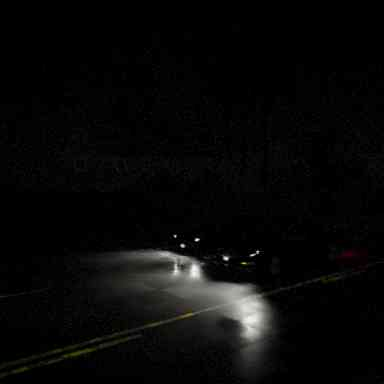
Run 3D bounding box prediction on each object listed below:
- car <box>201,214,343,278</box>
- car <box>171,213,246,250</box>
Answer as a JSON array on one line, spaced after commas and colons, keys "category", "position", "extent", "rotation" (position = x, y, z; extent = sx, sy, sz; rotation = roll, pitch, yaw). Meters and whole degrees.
[{"category": "car", "position": [2.864, 1.561, 10.516], "extent": [4.892, 1.490, 1.837], "rotation": [0, 0, -37]}, {"category": "car", "position": [1.780, 1.631, 14.079], "extent": [5.357, 1.411, 2.033], "rotation": [0, 0, -37]}]
